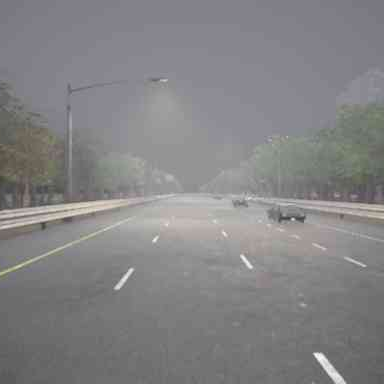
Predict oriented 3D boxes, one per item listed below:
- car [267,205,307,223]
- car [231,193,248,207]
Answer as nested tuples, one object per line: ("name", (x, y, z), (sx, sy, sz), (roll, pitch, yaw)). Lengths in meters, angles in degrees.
("car", (7.024, 1.615, 25.276), (1.895, 1.301, 4.718), (0, 0, 0))
("car", (7.111, 1.380, 50.451), (2.097, 1.767, 4.553), (0, 0, 0))
